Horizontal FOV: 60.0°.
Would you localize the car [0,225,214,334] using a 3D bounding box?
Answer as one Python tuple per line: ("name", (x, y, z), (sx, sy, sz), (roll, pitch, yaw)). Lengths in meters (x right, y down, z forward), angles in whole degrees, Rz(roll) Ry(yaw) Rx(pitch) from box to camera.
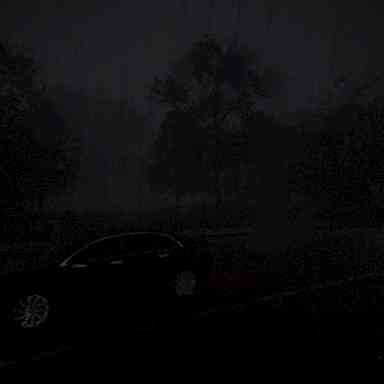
("car", (-1.798, 1.486, 6.801), (4.892, 1.490, 1.837), (0, 0, -34))
